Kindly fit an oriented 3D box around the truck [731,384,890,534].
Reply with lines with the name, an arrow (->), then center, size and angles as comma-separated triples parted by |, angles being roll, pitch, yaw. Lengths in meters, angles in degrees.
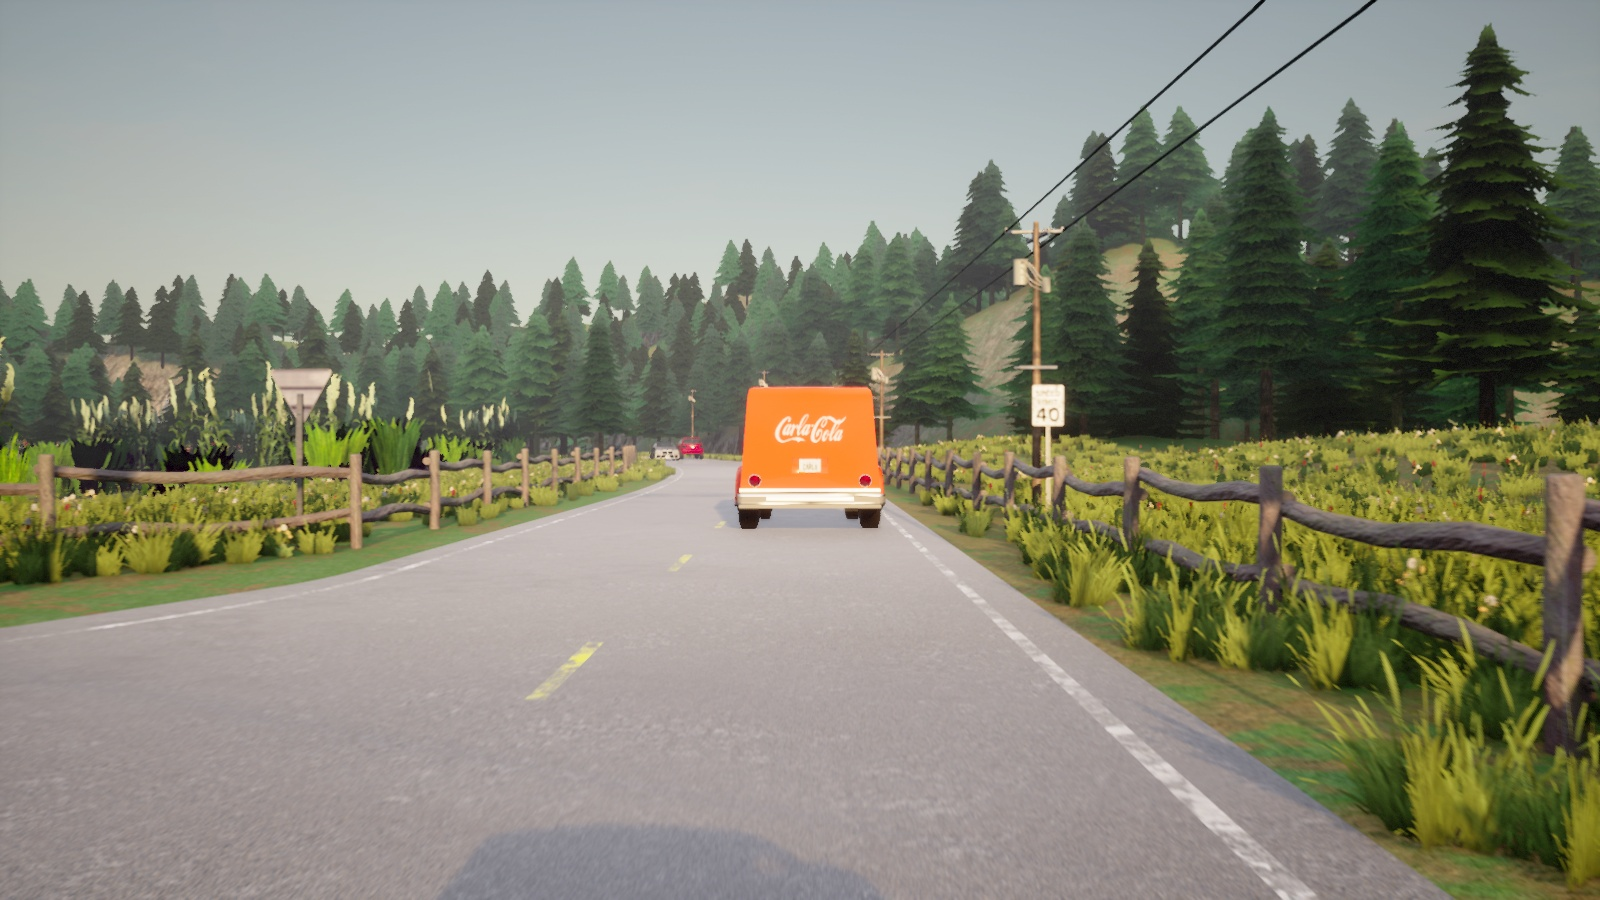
truck -> 0.164, 0.127, 23.308 | 2.627, 2.467, 5.204 | 0, 0, 0
